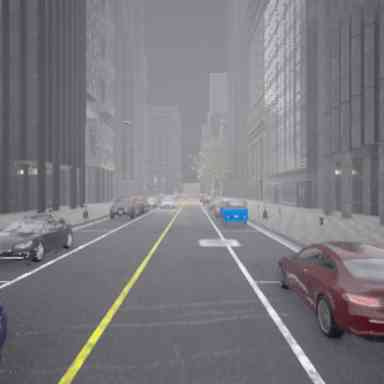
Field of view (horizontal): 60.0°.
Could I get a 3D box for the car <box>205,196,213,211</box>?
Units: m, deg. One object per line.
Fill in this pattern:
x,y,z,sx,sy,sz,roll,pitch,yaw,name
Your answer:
2.858,1.501,40.371,1.752,1.417,4.829,0,0,1,car

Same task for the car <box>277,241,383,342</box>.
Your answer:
2.857,1.585,6.327,1.802,1.307,4.206,0,0,0,car

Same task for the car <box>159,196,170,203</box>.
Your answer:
-5.682,1.514,68.378,1.947,1.339,4.313,0,0,0,car

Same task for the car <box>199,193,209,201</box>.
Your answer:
2.840,1.269,79.644,2.192,1.841,5.009,0,0,0,car

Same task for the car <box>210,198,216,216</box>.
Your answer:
2.854,1.518,29.058,1.752,1.417,4.829,0,0,0,car

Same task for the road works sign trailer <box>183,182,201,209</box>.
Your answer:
-0.010,0.432,45.026,2.380,3.560,2.880,0,0,0,road works sign trailer

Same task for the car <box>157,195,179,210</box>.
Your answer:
-3.095,1.496,43.608,1.812,1.442,4.674,0,0,0,car

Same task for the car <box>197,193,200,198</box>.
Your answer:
2.842,1.265,74.005,2.192,1.841,5.009,0,0,0,car

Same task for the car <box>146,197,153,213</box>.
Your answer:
-5.674,1.301,34.546,2.192,1.841,5.009,0,0,0,car

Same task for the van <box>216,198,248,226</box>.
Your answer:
2.855,1.341,23.246,1.690,1.788,3.998,0,0,0,van

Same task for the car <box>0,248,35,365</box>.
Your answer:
-3.101,1.527,2.228,1.812,1.442,4.674,0,0,0,car

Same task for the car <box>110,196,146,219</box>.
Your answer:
-5.672,1.308,28.906,2.192,1.841,5.009,0,0,0,car

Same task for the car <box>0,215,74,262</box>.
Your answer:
-5.670,1.554,11.987,2.008,1.369,4.403,0,0,0,car

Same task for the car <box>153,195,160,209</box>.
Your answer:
-5.677,1.493,45.614,1.752,1.417,4.829,0,0,1,car

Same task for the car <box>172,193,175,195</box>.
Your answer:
-5.685,1.394,79.656,1.967,1.590,4.097,0,0,0,car

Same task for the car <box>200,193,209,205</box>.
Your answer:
2.846,1.392,57.087,1.967,1.590,4.097,0,0,0,car
